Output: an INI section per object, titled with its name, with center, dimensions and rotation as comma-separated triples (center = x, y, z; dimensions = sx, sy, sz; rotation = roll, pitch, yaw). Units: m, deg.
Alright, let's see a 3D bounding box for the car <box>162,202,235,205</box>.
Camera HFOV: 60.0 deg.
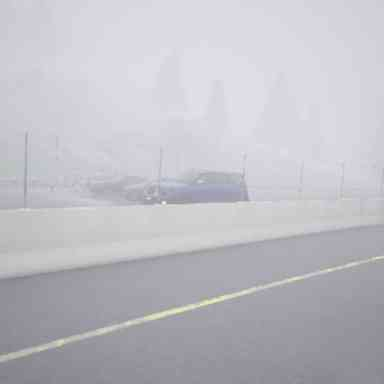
[car]
center = 0.356, -0.062, 16.340
dimensions = 5.566, 2.045, 2.150
rotation = 0, 5, -36
